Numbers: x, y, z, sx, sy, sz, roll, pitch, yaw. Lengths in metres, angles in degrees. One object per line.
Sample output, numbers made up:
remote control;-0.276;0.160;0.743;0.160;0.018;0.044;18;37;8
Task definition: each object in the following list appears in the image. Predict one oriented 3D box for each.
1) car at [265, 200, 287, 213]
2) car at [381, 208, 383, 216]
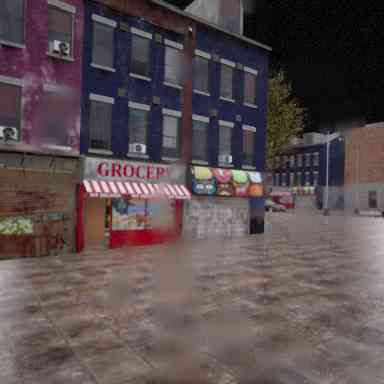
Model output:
car;8.619;1.648;38.269;1.837;1.490;4.892;2;-2;-35
car;17.344;1.549;25.851;1.812;1.442;4.674;2;-2;-35
